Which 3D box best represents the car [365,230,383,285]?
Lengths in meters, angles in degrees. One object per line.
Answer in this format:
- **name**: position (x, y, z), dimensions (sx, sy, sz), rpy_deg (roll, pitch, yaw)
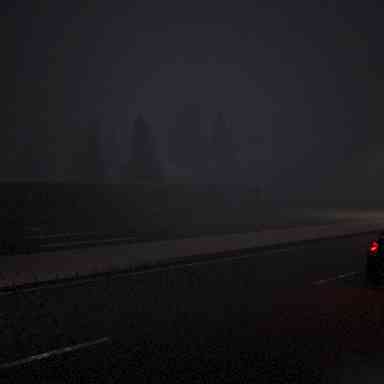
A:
- **car**: position (6.346, 1.350, 8.271), dimensions (4.553, 1.767, 2.097), rpy_deg (0, 0, -35)
